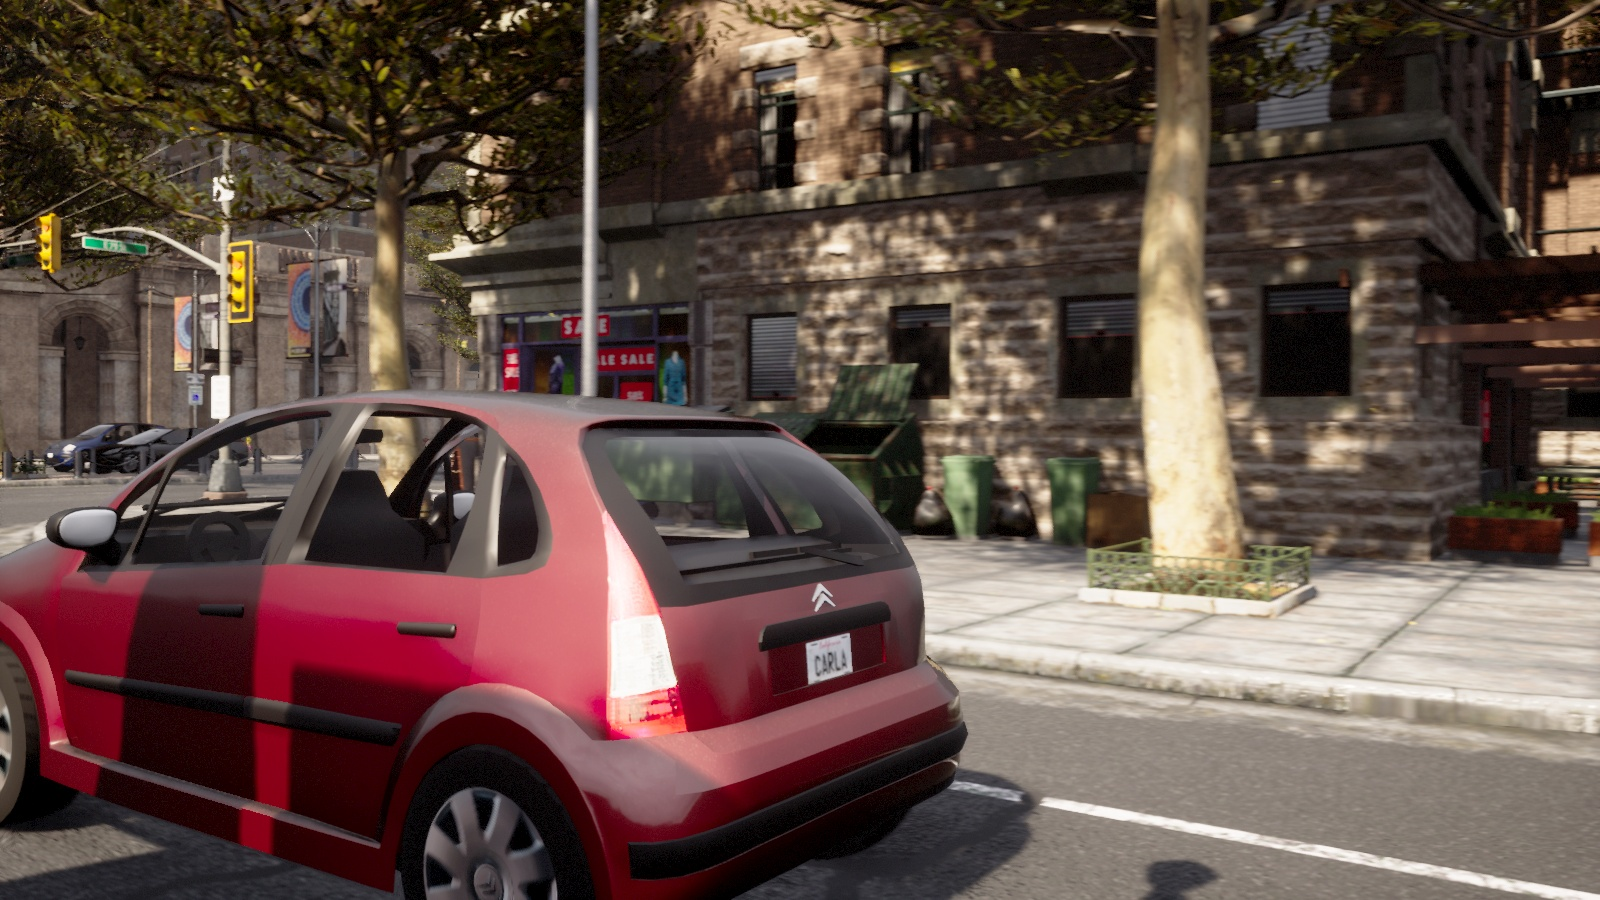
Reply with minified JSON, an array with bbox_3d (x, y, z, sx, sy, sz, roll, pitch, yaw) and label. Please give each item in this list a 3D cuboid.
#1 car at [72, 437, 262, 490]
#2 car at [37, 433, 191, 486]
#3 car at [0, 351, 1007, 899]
[{"bbox_3d":[-19.559,0.376,39.024,2.163,1.488,4.792,0,1,35],"label":"car"},{"bbox_3d":[-22.406,0.271,41.121,1.851,1.617,3.988,0,1,35],"label":"car"},{"bbox_3d":[-1.475,0.580,4.602,3.988,1.617,1.851,0,1,34],"label":"car"}]
